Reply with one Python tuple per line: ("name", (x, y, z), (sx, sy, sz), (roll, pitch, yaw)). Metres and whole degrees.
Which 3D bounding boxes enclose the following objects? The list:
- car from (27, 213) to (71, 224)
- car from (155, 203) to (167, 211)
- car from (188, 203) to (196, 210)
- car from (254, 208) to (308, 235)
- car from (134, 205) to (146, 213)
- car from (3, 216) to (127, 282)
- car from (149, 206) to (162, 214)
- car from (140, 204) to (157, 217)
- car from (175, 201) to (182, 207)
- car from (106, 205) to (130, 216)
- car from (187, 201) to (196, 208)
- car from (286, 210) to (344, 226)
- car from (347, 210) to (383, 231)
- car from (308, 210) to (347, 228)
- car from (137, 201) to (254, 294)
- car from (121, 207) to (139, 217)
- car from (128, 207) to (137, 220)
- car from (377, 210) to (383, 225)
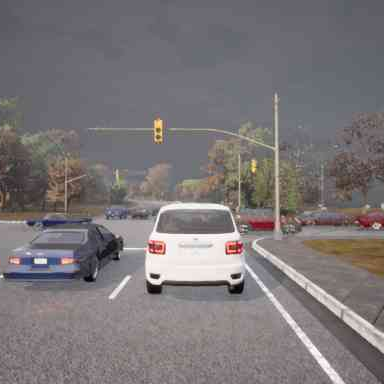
("car", (-10.201, 2.302, 26.017), (4.718, 1.301, 1.895), (0, -3, 6))
("car", (-7.037, 3.381, 75.923), (2.033, 1.411, 5.357), (0, 0, 0))
("car", (-0.038, 3.332, 77.628), (1.837, 1.490, 4.892), (0, 0, 0))
("car", (4.821, 1.869, 21.887), (4.553, 1.767, 2.097), (0, -3, 0))
("car", (-10.543, 3.481, 67.710), (1.895, 1.301, 4.718), (0, 0, 0))
("car", (-3.422, 1.664, 10.015), (2.033, 1.411, 5.357), (0, -1, 0))
("car", (-7.072, 3.481, 65.226), (1.895, 1.301, 4.718), (0, 0, 1))
("car", (-7.117, 3.007, 55.304), (2.150, 2.045, 5.566), (0, -1, 0))
("car", (-3.637, 3.093, 87.424), (1.882, 1.535, 5.008), (0, 0, -3))
("car", (-10.631, 2.808, 47.134), (2.150, 2.045, 5.566), (0, -2, -2))
("car", (-0.161, 3.287, 87.779), (1.837, 1.490, 4.892), (0, 0, -3))
("car", (11.980, 2.488, 32.640), (4.902, 1.511, 2.128), (0, -3, -1))
("car", (15.069, 2.158, 25.551), (5.008, 1.535, 1.882), (0, -3, -2))
("car", (11.702, 2.387, 29.125), (5.357, 1.411, 2.033), (0, -3, -1))
("car", (0.078, 1.320, 9.162), (2.150, 2.045, 5.566), (0, -1, 0))
("car", (-10.606, 3.369, 57.427), (2.033, 1.411, 5.357), (0, -1, 1))
("car", (-7.109, 3.144, 45.776), (1.895, 1.301, 4.718), (0, -2, -1))
("car", (21.401, 2.505, 33.008), (4.902, 1.511, 2.128), (0, -3, -3))
